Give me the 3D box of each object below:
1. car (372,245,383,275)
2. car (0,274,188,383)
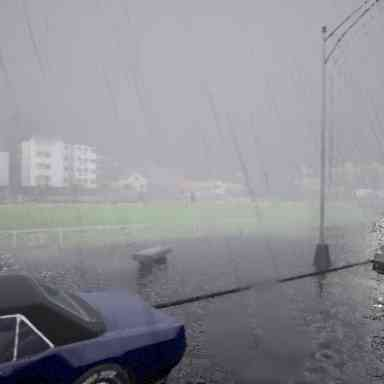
[{"bbox_3d":[7.058,1.717,9.580,4.181,1.385,1.994,1,-1,-35],"label":"car"},{"bbox_3d":[-2.473,1.594,3.045,4.718,1.301,1.895,1,-1,-35],"label":"car"}]
